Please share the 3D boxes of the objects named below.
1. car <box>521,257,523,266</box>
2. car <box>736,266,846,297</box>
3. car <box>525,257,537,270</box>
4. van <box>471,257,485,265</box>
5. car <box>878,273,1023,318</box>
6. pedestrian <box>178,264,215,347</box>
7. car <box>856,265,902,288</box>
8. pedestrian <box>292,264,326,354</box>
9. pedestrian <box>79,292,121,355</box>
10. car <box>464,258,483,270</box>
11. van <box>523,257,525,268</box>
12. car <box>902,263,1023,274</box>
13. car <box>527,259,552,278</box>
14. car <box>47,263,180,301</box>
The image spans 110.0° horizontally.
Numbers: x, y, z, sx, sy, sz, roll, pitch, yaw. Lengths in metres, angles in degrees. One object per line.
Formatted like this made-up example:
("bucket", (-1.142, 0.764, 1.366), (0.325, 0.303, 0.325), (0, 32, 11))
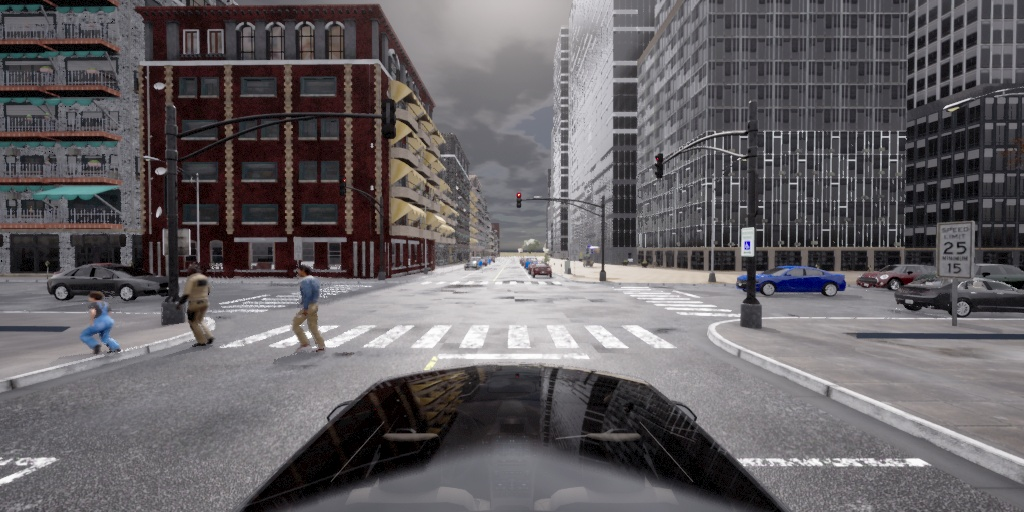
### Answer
("car", (2.772, 1.237, 56.031), (1.888, 1.381, 4.507), (0, 0, 0))
("car", (14.683, 1.269, 19.056), (5.008, 1.535, 1.882), (0, 1, 2))
("car", (2.736, 1.157, 39.093), (1.967, 1.591, 4.097), (0, 0, 0))
("van", (-5.577, 1.033, 56.016), (1.690, 1.789, 3.998), (0, 0, 0))
("car", (16.739, 1.445, 13.111), (4.403, 1.370, 2.007), (0, 0, 1))
("pedestrian", (-6.846, 1.042, 7.811), (0.375, 1.860, 0.375), (-1, 1, 0))
("car", (23.416, 1.229, 21.644), (4.097, 1.591, 1.967), (0, 0, 1))
("pedestrian", (-4.107, 1.042, 7.206), (0.375, 1.860, 0.375), (-1, 1, 0))
("pedestrian", (-7.580, 1.168, 6.613), (0.375, 1.300, 0.375), (-1, 1, 0))
("car", (-5.588, 1.267, 50.370), (1.948, 1.339, 4.313), (0, 0, 0))
("van", (2.760, 1.042, 50.385), (1.690, 1.789, 3.998), (0, 0, 0))
("car", (24.142, 1.188, 18.898), (4.553, 1.767, 2.097), (0, 1, 1))
("car", (2.724, 1.270, 33.447), (1.888, 1.381, 4.507), (0, 0, 0))
("car", (-18.065, 1.196, 16.369), (4.892, 1.490, 1.837), (0, 1, 1))
